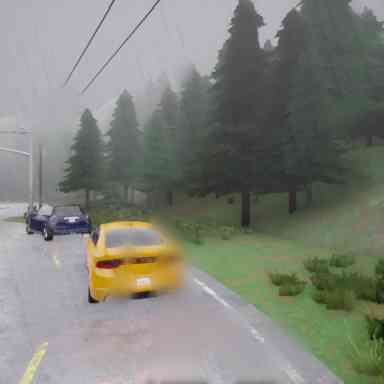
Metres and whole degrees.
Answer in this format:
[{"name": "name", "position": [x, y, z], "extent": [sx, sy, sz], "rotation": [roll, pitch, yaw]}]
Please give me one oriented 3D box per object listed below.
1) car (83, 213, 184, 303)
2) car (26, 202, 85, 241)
[{"name": "car", "position": [-1.665, 1.478, 8.400], "extent": [1.882, 1.535, 5.008], "rotation": [0, 0, -18]}, {"name": "car", "position": [-6.928, 1.352, 17.052], "extent": [2.097, 1.767, 4.553], "rotation": [0, 0, -40]}]
